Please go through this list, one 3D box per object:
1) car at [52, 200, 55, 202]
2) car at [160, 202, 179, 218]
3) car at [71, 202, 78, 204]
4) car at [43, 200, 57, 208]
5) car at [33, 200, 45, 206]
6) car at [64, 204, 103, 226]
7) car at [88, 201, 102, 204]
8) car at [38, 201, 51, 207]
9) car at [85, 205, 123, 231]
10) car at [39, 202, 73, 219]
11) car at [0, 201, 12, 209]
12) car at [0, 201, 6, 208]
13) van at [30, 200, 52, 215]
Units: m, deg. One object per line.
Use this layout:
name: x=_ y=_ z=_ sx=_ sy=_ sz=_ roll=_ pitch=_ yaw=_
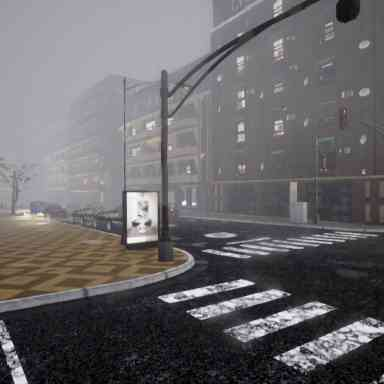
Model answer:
car: x=-25.325 y=2.469 z=60.621 sx=1.994 sy=1.385 sz=4.181 roll=-1 pitch=-1 yaw=-36
car: x=-3.110 y=1.823 z=34.520 sx=1.967 sy=1.590 sz=4.097 roll=-2 pitch=0 yaw=-36
car: x=-21.480 y=2.423 z=59.710 sx=1.802 sy=1.307 sz=4.206 roll=-2 pitch=0 yaw=-36
car: x=-31.274 y=2.526 z=73.249 sx=1.967 sy=1.590 sz=4.097 roll=-2 pitch=0 yaw=-36
car: x=-37.797 y=2.795 z=82.275 sx=1.887 sy=1.381 sz=4.507 roll=-2 pitch=0 yaw=-36
car: x=-8.797 y=1.968 z=27.646 sx=2.008 sy=1.369 sz=4.403 roll=-2 pitch=0 yaw=-36
car: x=-14.954 y=2.117 z=50.687 sx=1.967 sy=1.590 sz=4.097 roll=-2 pitch=0 yaw=-36
car: x=-34.533 y=2.734 z=77.762 sx=1.947 sy=1.339 sz=4.313 roll=-2 pitch=0 yaw=-36
car: x=-5.534 y=1.887 z=23.133 sx=2.008 sy=1.369 sz=4.403 roll=-2 pitch=0 yaw=-36
car: x=-14.871 y=2.114 z=36.124 sx=1.887 sy=1.381 sz=4.507 roll=-2 pitch=0 yaw=-36
car: x=-38.062 y=2.702 z=68.340 sx=2.008 sy=1.369 sz=4.403 roll=-2 pitch=0 yaw=-36
car: x=-44.588 y=2.860 z=77.366 sx=1.887 sy=1.381 sz=4.507 roll=-2 pitch=0 yaw=-36
van: x=-19.788 y=2.034 z=43.013 sx=1.690 sy=1.788 sz=3.998 roll=-2 pitch=0 yaw=-36
